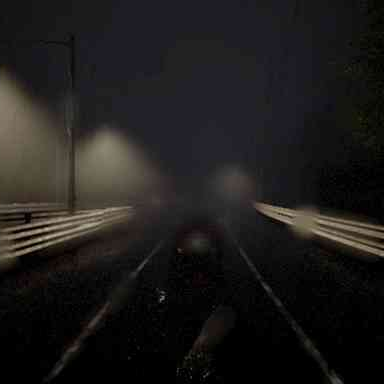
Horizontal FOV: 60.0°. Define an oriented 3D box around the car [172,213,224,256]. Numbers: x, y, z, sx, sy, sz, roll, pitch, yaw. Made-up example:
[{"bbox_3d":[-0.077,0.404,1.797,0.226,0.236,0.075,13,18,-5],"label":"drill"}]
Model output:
[{"bbox_3d":[0.320,1.619,13.912,1.882,1.535,5.008,0,0,3],"label":"car"}]
